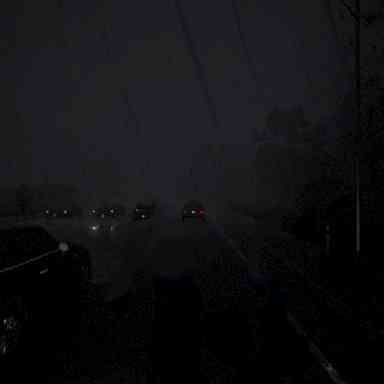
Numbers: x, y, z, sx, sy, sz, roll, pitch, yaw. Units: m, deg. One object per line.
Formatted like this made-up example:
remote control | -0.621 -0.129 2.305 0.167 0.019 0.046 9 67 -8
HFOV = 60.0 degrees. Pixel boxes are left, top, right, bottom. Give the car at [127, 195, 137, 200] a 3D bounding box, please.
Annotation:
car | -12.305 1.473 68.085 1.837 1.490 4.892 0 0 -7

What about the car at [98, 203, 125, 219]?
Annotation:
car | -7.104 1.596 28.692 1.895 1.301 4.718 0 0 0

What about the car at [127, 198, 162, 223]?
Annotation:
car | -3.403 1.487 25.749 2.128 1.511 4.902 0 0 0

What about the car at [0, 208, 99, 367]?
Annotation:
car | -3.399 1.351 5.930 2.097 1.767 4.553 0 0 0

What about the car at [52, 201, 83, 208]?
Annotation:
car | -10.604 1.521 27.997 1.812 1.442 4.674 0 0 0

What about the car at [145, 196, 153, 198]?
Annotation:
car | -9.084 1.576 70.233 1.895 1.301 4.718 0 0 -7

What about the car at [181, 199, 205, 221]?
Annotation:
car | 0.098 1.542 27.104 2.033 1.411 5.357 0 0 0
